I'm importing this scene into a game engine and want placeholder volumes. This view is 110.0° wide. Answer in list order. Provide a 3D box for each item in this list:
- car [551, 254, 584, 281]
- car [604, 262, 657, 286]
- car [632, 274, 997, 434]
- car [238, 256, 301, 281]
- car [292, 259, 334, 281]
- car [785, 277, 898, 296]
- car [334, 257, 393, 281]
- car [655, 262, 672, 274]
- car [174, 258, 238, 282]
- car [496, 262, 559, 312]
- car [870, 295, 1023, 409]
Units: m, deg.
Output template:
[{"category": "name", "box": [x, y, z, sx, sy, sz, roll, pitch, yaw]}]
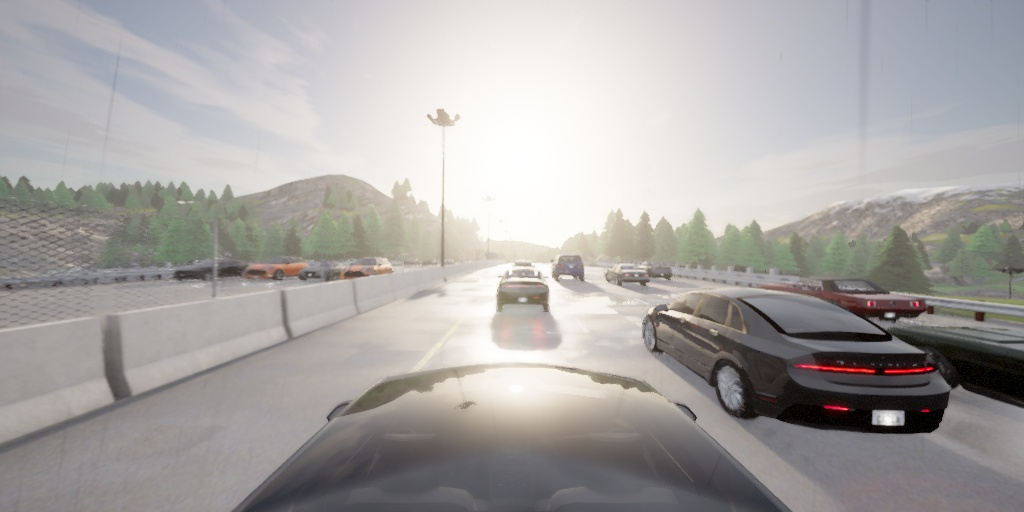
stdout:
[{"category": "car", "box": [4.372, 0.867, 28.671, 2.150, 2.045, 5.566, 1, 0, 2]}, {"category": "car", "box": [7.747, 1.245, 24.581, 2.033, 1.411, 5.357, 1, 0, 2]}, {"category": "car", "box": [3.679, 1.268, 5.845, 1.837, 1.490, 4.892, 1, 1, 2]}, {"category": "car", "box": [-16.908, 0.815, 26.044, 2.097, 1.767, 4.553, 1, 0, 2]}, {"category": "car", "box": [-13.413, 1.060, 25.930, 1.994, 1.385, 4.181, 1, 0, 2]}, {"category": "car", "box": [10.890, 1.392, 12.476, 1.895, 1.301, 4.718, 1, 0, 2]}, {"category": "car", "box": [-9.942, 0.885, 24.886, 2.097, 1.767, 4.553, 1, 0, 2]}, {"category": "car", "box": [11.393, 1.198, 29.409, 2.128, 1.511, 4.902, 1, 0, 2]}, {"category": "car", "box": [-20.449, 0.915, 24.810, 1.882, 1.535, 5.008, 1, 0, 2]}, {"category": "car", "box": [0.430, 1.179, 13.925, 2.128, 1.511, 4.902, 1, 0, 2]}, {"category": "car", "box": [7.113, 1.405, 3.873, 1.895, 1.301, 4.718, 1, 0, 2]}]
